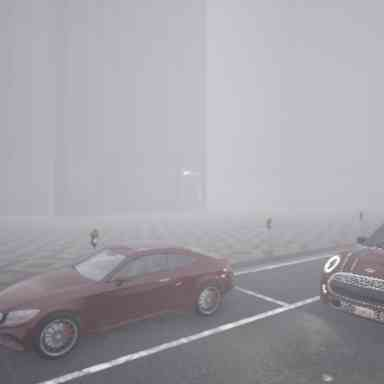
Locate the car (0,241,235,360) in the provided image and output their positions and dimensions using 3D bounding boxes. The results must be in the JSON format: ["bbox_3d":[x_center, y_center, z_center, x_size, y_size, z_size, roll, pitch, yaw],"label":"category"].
[{"bbox_3d":[-1.093,1.576,5.870,4.206,1.307,1.802,0,0,-36],"label":"car"}]

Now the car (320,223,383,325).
[{"bbox_3d":[4.604,1.330,6.655,4.553,1.767,2.097,0,0,-35],"label":"car"}]
